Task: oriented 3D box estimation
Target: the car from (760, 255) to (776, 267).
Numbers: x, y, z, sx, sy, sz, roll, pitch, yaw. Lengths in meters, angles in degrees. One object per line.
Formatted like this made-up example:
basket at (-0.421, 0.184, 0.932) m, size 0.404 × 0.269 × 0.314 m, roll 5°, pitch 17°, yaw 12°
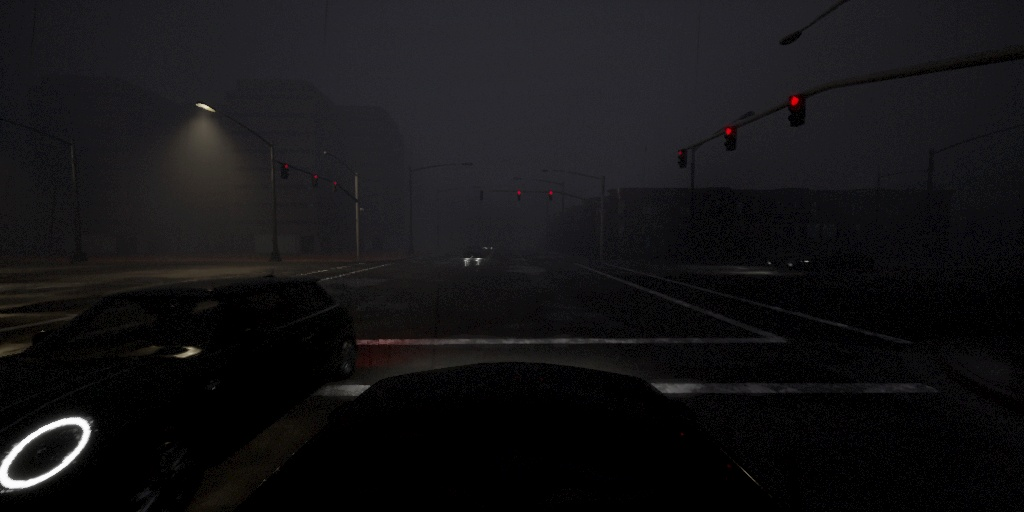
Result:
car at (21.353, 0.228, 26.656) m, size 4.718 × 1.301 × 1.895 m, roll 0°, pitch 3°, yaw -1°

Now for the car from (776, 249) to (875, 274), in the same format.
car at (20.423, 0.302, 23.134) m, size 4.902 × 1.511 × 2.128 m, roll 0°, pitch 3°, yaw -1°

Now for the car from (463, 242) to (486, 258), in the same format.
car at (-4.361, -0.563, 40.716) m, size 2.033 × 1.411 × 5.357 m, roll 0°, pitch 3°, yaw -1°

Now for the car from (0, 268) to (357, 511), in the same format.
car at (-3.550, 1.098, 3.950) m, size 2.097 × 1.767 × 4.553 m, roll 0°, pitch 1°, yaw -1°
